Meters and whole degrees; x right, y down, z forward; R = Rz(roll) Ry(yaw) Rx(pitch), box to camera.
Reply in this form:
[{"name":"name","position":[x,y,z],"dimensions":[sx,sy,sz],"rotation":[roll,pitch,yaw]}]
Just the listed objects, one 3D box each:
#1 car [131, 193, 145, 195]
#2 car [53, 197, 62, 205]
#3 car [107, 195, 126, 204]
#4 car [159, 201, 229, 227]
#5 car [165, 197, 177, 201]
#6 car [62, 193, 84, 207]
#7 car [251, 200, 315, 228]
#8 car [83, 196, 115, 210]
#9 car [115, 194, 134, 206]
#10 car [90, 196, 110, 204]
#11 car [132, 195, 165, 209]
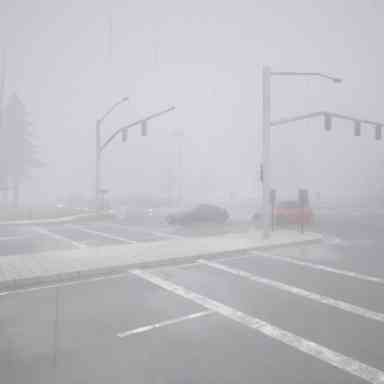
[{"name":"car","position":[-9.006,1.222,56.931],"dimensions":[2.150,2.045,5.566],"rotation":[0,0,-35]},{"name":"car","position":[-23.409,1.564,59.250],"dimensions":[1.994,1.385,4.181],"rotation":[0,0,-34]},{"name":"car","position":[-14.795,1.478,65.282],"dimensions":[1.882,1.535,5.008],"rotation":[0,0,-34]},{"name":"car","position":[0.434,1.526,22.591],"dimensions":[4.674,1.442,1.812],"rotation":[0,0,-35]},{"name":"car","position":[-3.468,1.505,49.008],"dimensions":[1.837,1.490,4.892],"rotation":[0,0,-35]},{"name":"car","position":[-17.713,1.221,51.032],"dimensions":[2.150,2.045,5.566],"rotation":[0,0,-35]},{"name":"car","position":[6.104,1.352,22.257],"dimensions":[4.553,1.767,2.097],"rotation":[0,0,-35]},{"name":"car","position":[-12.049,1.505,42.956],"dimensions":[1.837,1.490,4.892],"rotation":[0,0,-35]},{"name":"car","position":[-11.491,1.505,54.371],"dimensions":[1.837,1.490,4.892],"rotation":[0,0,-35]},{"name":"car","position":[-17.345,1.491,62.794],"dimensions":[2.128,1.511,4.902],"rotation":[0,0,-35]},{"name":"car","position":[-6.250,1.505,46.880],"dimensions":[1.837,1.490,4.892],"rotation":[0,0,-35]}]
